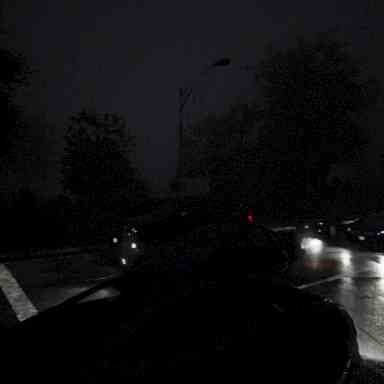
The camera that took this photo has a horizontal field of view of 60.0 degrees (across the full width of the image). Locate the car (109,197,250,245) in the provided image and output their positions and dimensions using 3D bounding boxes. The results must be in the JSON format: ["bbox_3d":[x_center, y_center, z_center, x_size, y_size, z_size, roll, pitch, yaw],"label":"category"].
[{"bbox_3d":[-0.206,1.227,12.433,5.566,2.045,2.150,0,0,-34],"label":"car"}]

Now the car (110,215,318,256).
[{"bbox_3d":[0.833,1.552,8.863,5.357,1.411,2.033,0,0,-37],"label":"car"}]

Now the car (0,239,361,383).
[{"bbox_3d":[0.053,1.566,3.790,4.181,1.385,1.994,0,0,-36],"label":"car"}]

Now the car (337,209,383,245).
[{"bbox_3d":[8.583,1.536,14.491,4.674,1.442,1.812,0,0,-36],"label":"car"}]

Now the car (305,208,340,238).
[{"bbox_3d":[7.389,1.576,17.949,4.181,1.385,1.994,0,0,-36],"label":"car"}]
